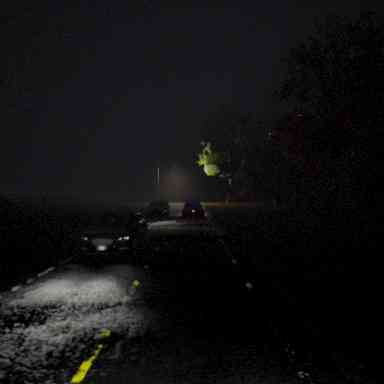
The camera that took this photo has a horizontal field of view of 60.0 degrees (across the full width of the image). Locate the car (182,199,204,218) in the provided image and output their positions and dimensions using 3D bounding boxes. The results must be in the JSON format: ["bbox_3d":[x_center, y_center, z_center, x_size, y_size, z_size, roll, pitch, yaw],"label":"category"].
[{"bbox_3d":[0.089,1.591,30.188,1.994,1.385,4.181,0,0,-1],"label":"car"}]

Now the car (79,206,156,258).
[{"bbox_3d":[-2.846,1.506,12.949,2.128,1.511,4.902,0,0,0],"label":"car"}]

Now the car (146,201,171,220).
[{"bbox_3d":[-2.868,1.504,28.902,1.882,1.535,5.008,0,0,0],"label":"car"}]
